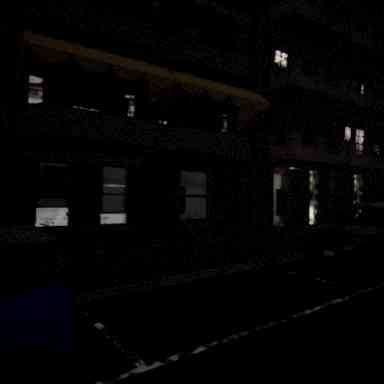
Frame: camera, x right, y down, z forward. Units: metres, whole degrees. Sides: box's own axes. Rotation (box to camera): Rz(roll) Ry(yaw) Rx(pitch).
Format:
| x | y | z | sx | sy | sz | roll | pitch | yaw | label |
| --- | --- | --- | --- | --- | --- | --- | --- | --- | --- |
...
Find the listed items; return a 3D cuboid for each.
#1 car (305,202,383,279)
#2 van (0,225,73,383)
| x | y | z | sx | sy | sz | roll | pitch | yaw | label |
| --- | --- | --- | --- | --- | --- | --- | --- | --- | --- |
| 5.598 | 1.257 | 10.065 | 5.009 | 1.841 | 2.192 | 0 | 2 | -35 | car |
| -3.406 | 1.346 | 3.641 | 3.998 | 1.788 | 1.690 | 0 | 2 | -35 | van |
